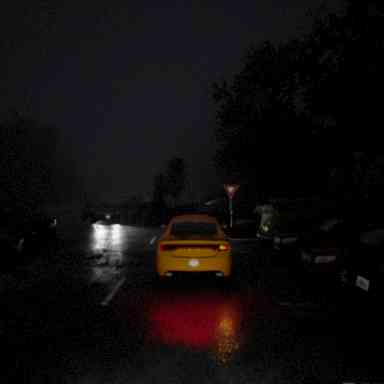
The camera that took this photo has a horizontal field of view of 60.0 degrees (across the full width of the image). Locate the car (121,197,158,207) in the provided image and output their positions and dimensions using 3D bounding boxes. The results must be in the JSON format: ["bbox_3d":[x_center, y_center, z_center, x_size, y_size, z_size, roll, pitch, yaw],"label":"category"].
[{"bbox_3d":[-8.142,1.555,51.769,5.366,1.575,1.946,0,1,0],"label":"car"}]

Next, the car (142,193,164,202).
[{"bbox_3d":[-8.309,1.149,71.191,4.553,1.767,2.185,0,1,0],"label":"car"}]

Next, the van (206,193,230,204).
[{"bbox_3d":[4.862,1.150,62.957,4.442,1.987,1.878,0,1,0],"label":"van"}]

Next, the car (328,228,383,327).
[{"bbox_3d":[5.069,1.502,5.335,4.792,1.488,2.163,0,0,0],"label":"car"}]

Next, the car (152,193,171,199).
[{"bbox_3d":[-8.347,1.120,90.622,4.892,1.521,2.231,0,0,0],"label":"car"}]

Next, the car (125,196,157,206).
[{"bbox_3d":[-8.323,1.513,54.545,4.892,1.521,2.231,0,1,0],"label":"car"}]

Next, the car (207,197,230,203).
[{"bbox_3d":[4.755,1.740,40.803,5.008,1.535,2.097,0,1,0],"label":"car"}]

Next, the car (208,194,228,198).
[{"bbox_3d":[4.789,1.569,43.572,4.553,1.767,2.185,0,1,0],"label":"car"}]

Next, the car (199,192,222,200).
[{"bbox_3d":[4.702,0.912,84.986,5.566,2.045,2.435,0,0,0],"label":"car"}]

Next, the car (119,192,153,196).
[{"bbox_3d":[-8.297,1.353,48.989,5.566,2.045,2.435,0,1,0],"label":"car"}]

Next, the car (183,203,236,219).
[{"bbox_3d":[1.325,1.566,21.435,1.895,1.301,4.718,-2,-3,26],"label":"car"}]

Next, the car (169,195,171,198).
[{"bbox_3d":[-8.377,1.214,82.294,4.792,1.488,2.163,0,0,0],"label":"car"}]

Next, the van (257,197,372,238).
[{"bbox_3d":[4.915,1.180,13.703,4.442,1.987,1.878,-1,0,0],"label":"van"}]

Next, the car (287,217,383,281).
[{"bbox_3d":[5.044,1.493,8.247,4.674,1.452,2.002,0,1,0],"label":"car"}]

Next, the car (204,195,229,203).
[{"bbox_3d":[4.772,1.365,65.732,4.792,1.488,2.163,0,1,0],"label":"car"}]

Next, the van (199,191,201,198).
[{"bbox_3d":[4.617,0.981,79.446,4.442,1.987,1.878,0,0,0],"label":"van"}]

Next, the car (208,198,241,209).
[{"bbox_3d":[4.752,1.645,48.990,4.674,1.452,2.002,0,1,0],"label":"car"}]

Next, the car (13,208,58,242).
[{"bbox_3d":[-8.067,1.434,13.624,4.792,1.488,2.163,0,1,0],"label":"car"}]

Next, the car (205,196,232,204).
[{"bbox_3d":[4.719,1.451,60.067,4.792,1.488,2.163,0,1,0],"label":"car"}]

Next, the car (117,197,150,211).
[{"bbox_3d":[-8.351,1.726,43.442,4.792,1.488,2.163,0,1,0],"label":"car"}]

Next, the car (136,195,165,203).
[{"bbox_3d":[-8.151,1.334,65.646,5.366,1.575,1.946,0,1,0],"label":"car"}]

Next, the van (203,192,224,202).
[{"bbox_3d":[4.631,1.050,71.120,4.442,1.987,1.878,0,1,0],"label":"van"}]

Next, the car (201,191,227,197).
[{"bbox_3d":[4.777,1.216,57.294,5.566,2.045,2.435,0,1,0],"label":"car"}]

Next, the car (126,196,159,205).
[{"bbox_3d":[-8.516,1.463,57.320,5.366,1.575,1.946,0,1,0],"label":"car"}]

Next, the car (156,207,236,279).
[{"bbox_3d":[0.063,1.436,9.993,1.882,1.535,5.008,0,0,0],"label":"car"}]

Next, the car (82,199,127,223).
[{"bbox_3d":[-6.783,1.446,24.460,2.128,1.511,4.902,2,-2,-29],"label":"car"}]

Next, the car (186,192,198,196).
[{"bbox_3d":[-0.304,0.977,76.305,2.150,2.045,5.566,0,0,0],"label":"car"}]

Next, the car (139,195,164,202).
[{"bbox_3d":[-8.344,1.304,68.413,4.892,1.521,2.231,0,1,0],"label":"car"}]

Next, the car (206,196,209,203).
[{"bbox_3d":[4.727,1.680,46.220,4.792,1.488,2.163,0,1,0],"label":"car"}]

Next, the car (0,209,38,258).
[{"bbox_3d":[-8.009,1.460,10.840,4.792,1.488,2.163,0,1,0],"label":"car"}]

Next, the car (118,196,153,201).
[{"bbox_3d":[-8.318,1.650,46.217,5.008,1.535,2.097,0,1,0],"label":"car"}]

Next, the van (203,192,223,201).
[{"bbox_3d":[4.852,1.003,76.676,4.442,1.987,1.878,0,0,0],"label":"van"}]

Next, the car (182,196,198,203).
[{"bbox_3d":[-0.207,1.712,42.414,1.882,1.535,5.008,0,1,0],"label":"car"}]

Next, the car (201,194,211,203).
[{"bbox_3d":[4.567,1.556,51.759,5.366,1.575,1.946,0,1,0],"label":"car"}]

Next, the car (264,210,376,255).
[{"bbox_3d":[5.044,1.468,11.032,4.674,1.452,2.002,0,1,0],"label":"car"}]
